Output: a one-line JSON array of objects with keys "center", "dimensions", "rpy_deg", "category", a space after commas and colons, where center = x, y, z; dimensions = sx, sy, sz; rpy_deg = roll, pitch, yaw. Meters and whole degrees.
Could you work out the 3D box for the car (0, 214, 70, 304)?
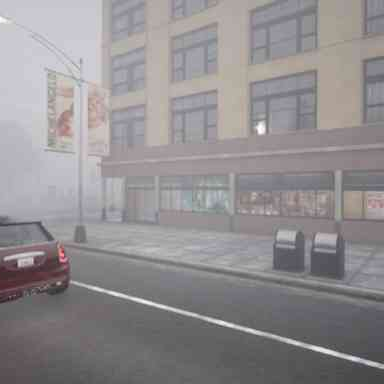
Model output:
[{"center": [-4.781, 1.299, 7.384], "dimensions": [4.553, 1.767, 2.097], "rpy_deg": [0, 0, 36], "category": "car"}]
